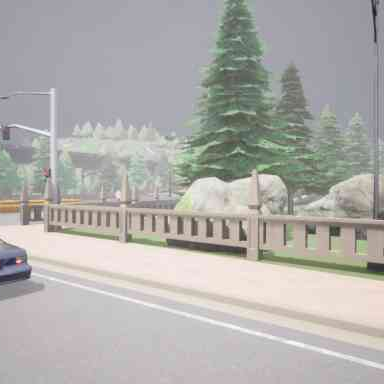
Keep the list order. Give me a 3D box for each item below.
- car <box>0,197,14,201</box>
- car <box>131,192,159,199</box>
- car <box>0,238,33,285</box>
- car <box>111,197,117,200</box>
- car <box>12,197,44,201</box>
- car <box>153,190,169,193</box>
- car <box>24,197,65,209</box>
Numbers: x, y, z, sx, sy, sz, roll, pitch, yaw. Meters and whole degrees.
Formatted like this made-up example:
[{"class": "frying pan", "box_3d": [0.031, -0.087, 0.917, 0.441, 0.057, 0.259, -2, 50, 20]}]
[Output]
[{"class": "car", "box_3d": [-25.628, 1.490, 46.819, 2.128, 1.511, 4.902, 0, 0, 36]}, {"class": "car", "box_3d": [-8.657, 1.288, 58.481, 2.128, 1.511, 4.902, 0, 2, 36]}, {"class": "car", "box_3d": [-6.146, 1.547, 8.340, 5.357, 1.411, 2.033, 0, 0, 36]}, {"class": "car", "box_3d": [-13.380, 1.203, 63.880, 1.882, 1.535, 5.008, 0, 2, 36]}, {"class": "car", "box_3d": [-19.953, 1.601, 42.722, 1.895, 1.301, 4.718, 0, 0, 36]}, {"class": "car", "box_3d": [-6.701, 0.568, 67.154, 2.150, 2.045, 5.566, 0, 4, 36]}, {"class": "car", "box_3d": [-20.939, 1.477, 47.345, 1.882, 1.535, 5.008, 0, 0, 36]}]
